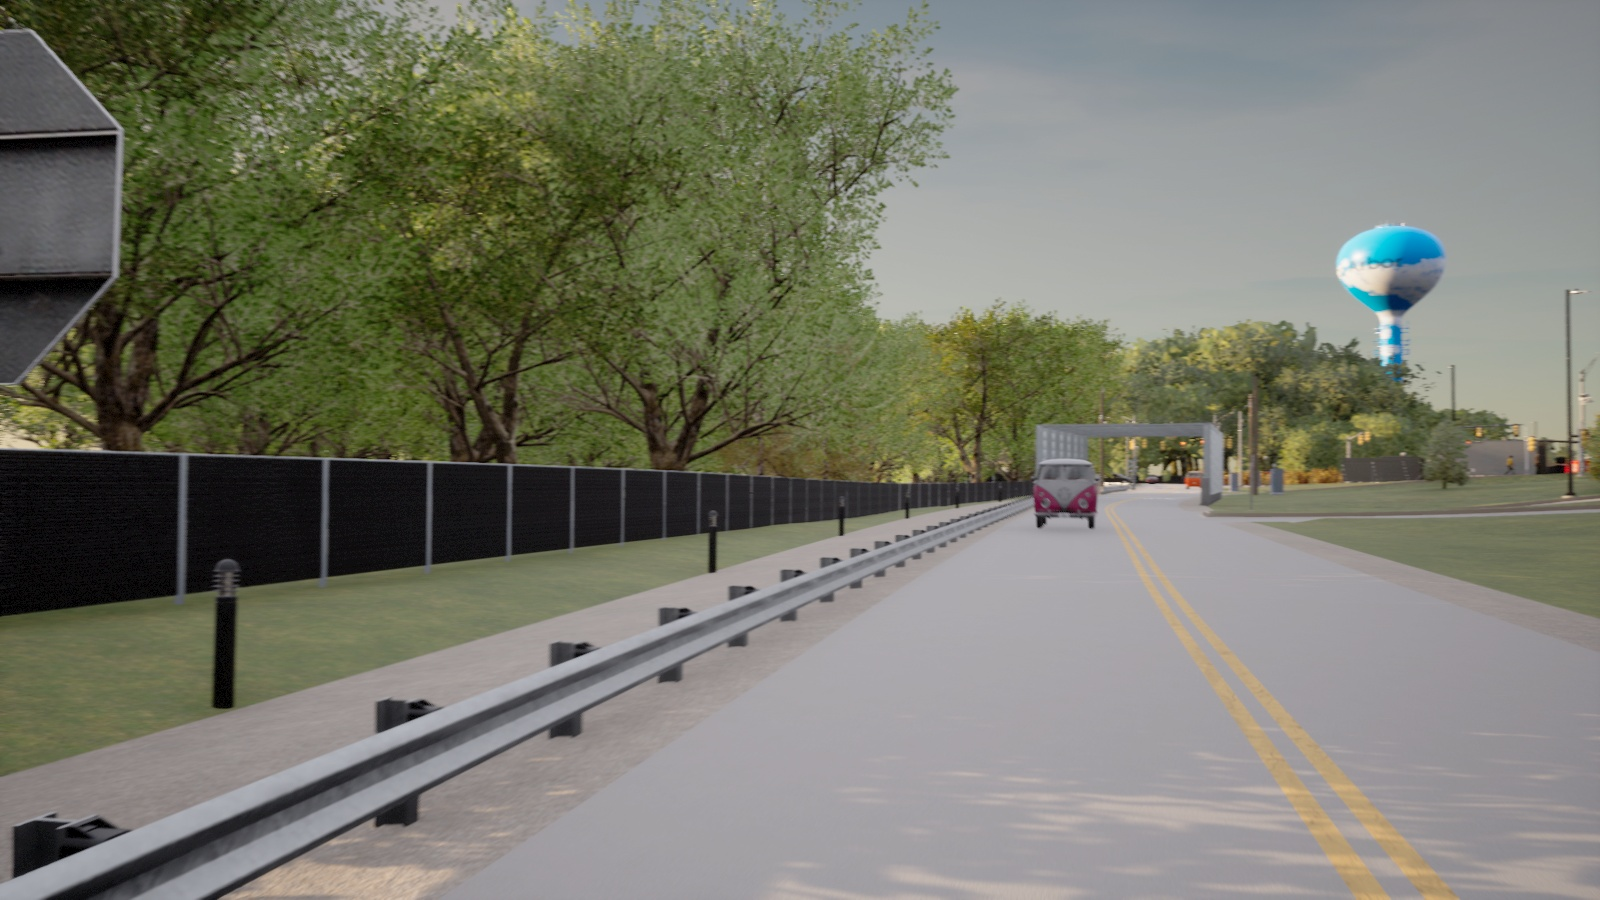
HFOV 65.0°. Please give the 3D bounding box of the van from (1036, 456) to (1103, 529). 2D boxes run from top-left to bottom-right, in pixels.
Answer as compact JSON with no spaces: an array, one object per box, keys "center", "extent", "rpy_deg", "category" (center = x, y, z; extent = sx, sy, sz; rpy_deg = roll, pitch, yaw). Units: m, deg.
[{"center":[7.973,1.219,36.968],"extent":[1.775,1.987,4.442],"rpy_deg":[0,-1,14],"category":"van"}]
